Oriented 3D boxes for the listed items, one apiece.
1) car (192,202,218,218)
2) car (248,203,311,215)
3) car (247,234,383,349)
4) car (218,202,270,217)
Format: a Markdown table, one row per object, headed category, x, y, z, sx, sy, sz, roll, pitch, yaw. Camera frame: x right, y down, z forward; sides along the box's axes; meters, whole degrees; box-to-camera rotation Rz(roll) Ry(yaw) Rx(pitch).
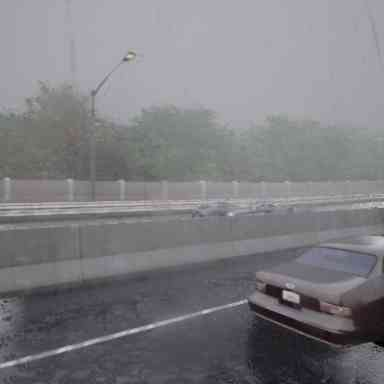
| category | x | y | z | sx | sy | sz | roll | pitch | yaw |
| --- | --- | --- | --- | --- | --- | --- | --- | --- | --- |
| car | 2.108 | 1.492 | 26.737 | 4.181 | 1.385 | 1.994 | 0 | 0 | -35 |
| car | 6.048 | 1.541 | 20.949 | 4.718 | 1.301 | 1.895 | 0 | 0 | -35 |
| car | 3.463 | 1.531 | 6.194 | 5.357 | 1.411 | 2.033 | 0 | 0 | -35 |
| car | 4.643 | 1.463 | 24.227 | 4.902 | 1.511 | 2.128 | 0 | 0 | -35 |
